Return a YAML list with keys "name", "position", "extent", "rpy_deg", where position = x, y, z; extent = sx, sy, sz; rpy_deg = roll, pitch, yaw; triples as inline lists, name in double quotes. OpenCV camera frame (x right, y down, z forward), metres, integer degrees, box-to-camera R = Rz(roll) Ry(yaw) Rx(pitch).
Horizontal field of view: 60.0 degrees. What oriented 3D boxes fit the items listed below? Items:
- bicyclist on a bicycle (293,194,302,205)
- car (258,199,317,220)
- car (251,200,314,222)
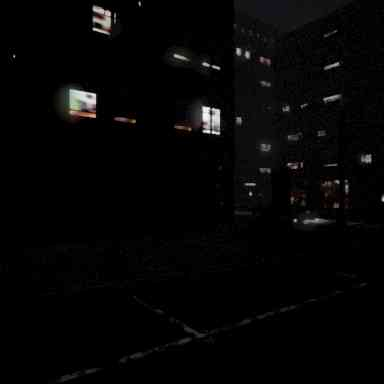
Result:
- name: "bicyclist on a bicycle"
  position: [11.514, 1.006, 36.229]
  extent: [1.656, 1.620, 0.582]
  rpy_deg: [0, 1, -36]
- name: "car"
  position: [7.594, 1.336, 26.765]
  extent: [1.994, 1.385, 4.181]
  rpy_deg: [0, 1, -36]
- name: "car"
  position: [6.267, 1.339, 24.209]
  extent: [2.008, 1.369, 4.403]
  rpy_deg: [1, 0, -36]
